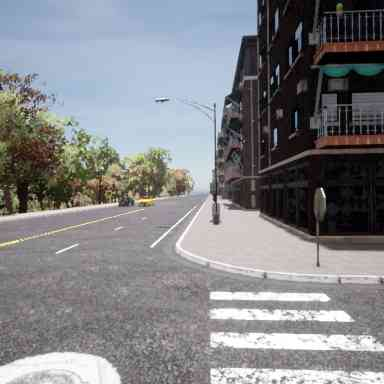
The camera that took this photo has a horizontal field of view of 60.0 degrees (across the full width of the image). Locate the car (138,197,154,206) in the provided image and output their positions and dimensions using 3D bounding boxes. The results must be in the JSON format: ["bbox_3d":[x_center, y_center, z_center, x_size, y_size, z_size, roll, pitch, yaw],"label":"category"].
[{"bbox_3d":[-7.304,1.481,53.636,1.882,1.535,5.008,-1,0,3],"label":"car"}]

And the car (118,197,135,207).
[{"bbox_3d":[-10.547,1.552,53.831,1.837,1.490,4.892,-1,0,3],"label":"car"}]
